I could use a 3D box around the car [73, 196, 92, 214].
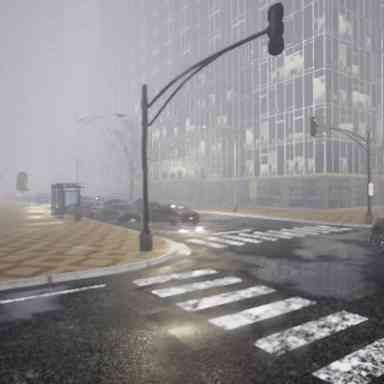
[{"bbox_3d":[-11.482,1.375,33.253,1.947,1.339,4.313,0,1,-34],"label":"car"}]

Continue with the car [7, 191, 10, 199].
[{"bbox_3d":[-40.290,0.770,75.518,1.967,1.590,4.097,0,1,-34],"label":"car"}]

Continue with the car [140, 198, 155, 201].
[{"bbox_3d":[-4.807,1.298,33.825,1.812,1.442,4.674,-1,1,-34],"label":"car"}]

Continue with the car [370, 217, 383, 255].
[{"bbox_3d":[7.624,1.267,10.250,2.150,2.045,5.566,1,1,7],"label":"car"}]

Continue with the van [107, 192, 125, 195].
[{"bbox_3d":[-10.929,0.950,47.391,1.690,1.788,3.998,0,1,-34],"label":"van"}]

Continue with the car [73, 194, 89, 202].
[{"bbox_3d":[-20.547,1.032,61.474,1.802,1.307,4.206,0,1,-34],"label":"car"}]

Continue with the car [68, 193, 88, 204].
[{"bbox_3d":[-18.614,1.054,54.036,1.837,1.490,4.892,-1,2,-34],"label":"car"}]

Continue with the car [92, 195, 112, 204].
[{"bbox_3d":[-14.135,1.139,52.087,1.802,1.307,4.206,0,1,-34],"label":"car"}]

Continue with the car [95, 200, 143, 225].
[{"bbox_3d":[-5.133,1.478,23.823,1.947,1.339,4.313,0,1,-34],"label":"car"}]

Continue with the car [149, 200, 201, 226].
[{"bbox_3d":[-1.184,1.473,22.849,1.994,1.385,4.181,-1,1,-34],"label":"car"}]

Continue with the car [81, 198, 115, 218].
[{"bbox_3d":[-8.325,1.443,28.528,1.802,1.307,4.206,0,1,-34],"label":"car"}]

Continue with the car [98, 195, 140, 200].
[{"bbox_3d":[-6.941,1.342,31.272,1.812,1.442,4.674,-1,1,-34],"label":"car"}]

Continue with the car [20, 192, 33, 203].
[{"bbox_3d":[-27.467,1.096,56.747,2.008,1.369,4.403,0,1,-34],"label":"car"}]

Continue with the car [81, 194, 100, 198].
[{"bbox_3d":[-12.784,1.227,39.854,1.837,1.490,4.892,-1,1,-34],"label":"car"}]

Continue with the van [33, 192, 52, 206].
[{"bbox_3d":[-21.054,0.993,47.359,1.690,1.788,3.998,0,1,-34],"label":"van"}]

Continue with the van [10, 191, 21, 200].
[{"bbox_3d":[-37.084,0.725,70.824,1.690,1.788,3.998,0,1,-34],"label":"van"}]

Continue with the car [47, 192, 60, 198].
[{"bbox_3d":[-33.371,0.785,80.245,2.008,1.369,4.403,0,1,-34],"label":"car"}]
